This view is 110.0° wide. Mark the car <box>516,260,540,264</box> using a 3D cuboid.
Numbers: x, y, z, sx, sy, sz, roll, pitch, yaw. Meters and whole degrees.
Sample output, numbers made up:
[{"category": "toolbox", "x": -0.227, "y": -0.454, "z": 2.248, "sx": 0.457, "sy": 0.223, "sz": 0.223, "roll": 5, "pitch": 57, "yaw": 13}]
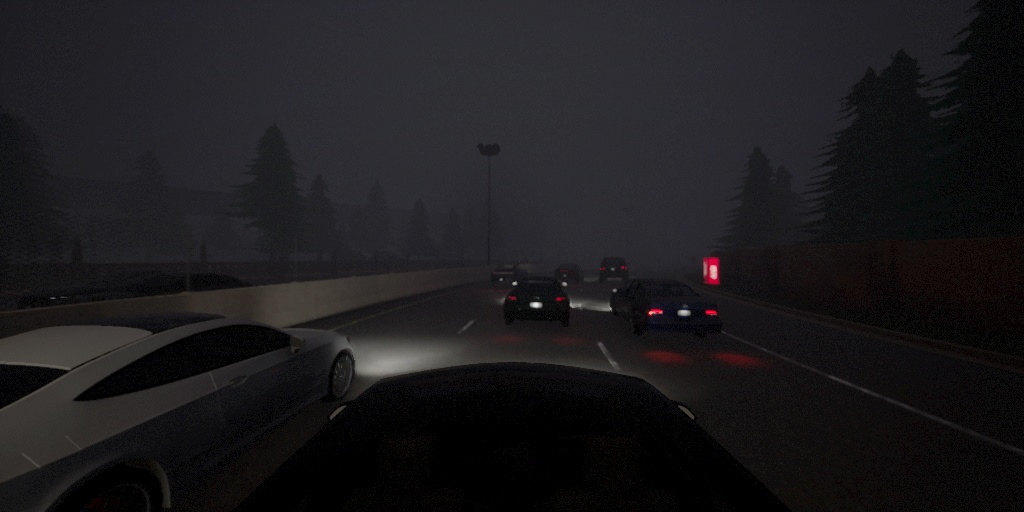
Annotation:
[{"category": "car", "x": 2.672, "y": 1.466, "z": 51.123, "sx": 2.033, "sy": 1.411, "sz": 5.357, "roll": 0, "pitch": 0, "yaw": 29}]

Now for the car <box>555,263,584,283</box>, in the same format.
[{"category": "car", "x": 4.715, "y": 1.337, "z": 29.258, "sx": 1.882, "sy": 1.535, "sz": 5.008, "roll": 0, "pitch": 0, "yaw": 18}]

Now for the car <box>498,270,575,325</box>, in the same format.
[{"category": "car", "x": 0.912, "y": 1.351, "z": 12.028, "sx": 1.994, "sy": 1.385, "sz": 4.181, "roll": 0, "pitch": 0, "yaw": 7}]

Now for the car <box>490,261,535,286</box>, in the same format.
[{"category": "car", "x": -0.085, "y": 1.315, "z": 25.308, "sx": 2.128, "sy": 1.511, "sz": 4.902, "roll": 0, "pitch": 0, "yaw": 14}]

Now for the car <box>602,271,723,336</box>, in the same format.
[{"category": "car", "x": 4.176, "y": 1.346, "z": 10.604, "sx": 2.033, "sy": 1.411, "sz": 5.357, "roll": 0, "pitch": 0, "yaw": 6}]

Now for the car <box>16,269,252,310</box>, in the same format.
[{"category": "car", "x": -10.019, "y": 1.234, "z": 10.424, "sx": 1.837, "sy": 1.490, "sz": 4.892, "roll": 0, "pitch": 0, "yaw": 6}]

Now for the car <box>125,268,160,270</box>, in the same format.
[{"category": "car", "x": -13.307, "y": 1.197, "z": 12.547, "sx": 1.882, "sy": 1.535, "sz": 5.008, "roll": 0, "pitch": 0, "yaw": 7}]

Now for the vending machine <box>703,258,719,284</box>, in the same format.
[{"category": "vending machine", "x": 14.599, "y": 1.094, "z": 26.231, "sx": 1.100, "sy": 2.100, "sz": 0.880, "roll": 0, "pitch": 0, "yaw": 18}]

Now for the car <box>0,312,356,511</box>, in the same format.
[{"category": "car", "x": -3.260, "y": 1.265, "z": 3.425, "sx": 1.812, "sy": 1.442, "sz": 4.674, "roll": 0, "pitch": 0, "yaw": 1}]

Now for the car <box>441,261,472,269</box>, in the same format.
[{"category": "car", "x": -7.177, "y": 1.406, "z": 47.287, "sx": 2.033, "sy": 1.411, "sz": 5.357, "roll": 0, "pitch": 0, "yaw": 25}]

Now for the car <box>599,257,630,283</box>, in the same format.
[{"category": "car", "x": 8.441, "y": 1.100, "z": 29.486, "sx": 2.150, "sy": 2.045, "sz": 5.566, "roll": 0, "pitch": 0, "yaw": 19}]
